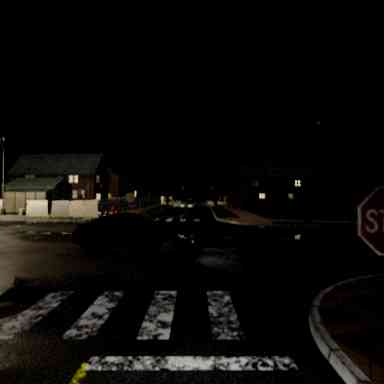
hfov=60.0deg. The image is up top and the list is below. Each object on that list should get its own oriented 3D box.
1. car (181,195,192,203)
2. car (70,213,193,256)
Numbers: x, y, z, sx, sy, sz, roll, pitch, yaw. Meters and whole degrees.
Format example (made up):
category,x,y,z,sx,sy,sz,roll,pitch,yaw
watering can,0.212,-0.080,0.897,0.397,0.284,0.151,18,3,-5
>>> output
category,x,y,z,sx,sy,sz,roll,pitch,yaw
car,-1.112,1.435,70.677,2.097,1.767,4.553,0,0,2
car,-2.278,1.550,12.782,4.674,1.442,1.812,1,-1,8
